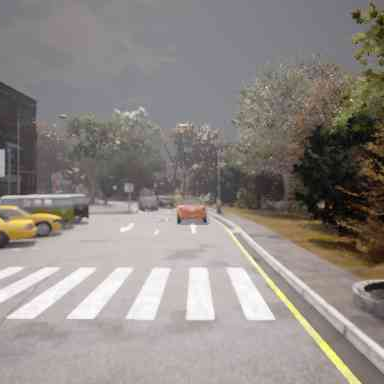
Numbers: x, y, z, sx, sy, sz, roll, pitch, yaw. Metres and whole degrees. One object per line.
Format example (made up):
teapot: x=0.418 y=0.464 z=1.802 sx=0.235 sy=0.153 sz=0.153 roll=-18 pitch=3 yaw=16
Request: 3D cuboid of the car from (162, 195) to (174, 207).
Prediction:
car: x=-3.810 y=1.135 z=42.482 sx=2.128 sy=1.511 sz=4.902 roll=0 pitch=1 yaw=-22

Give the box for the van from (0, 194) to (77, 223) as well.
van: x=-9.355 y=1.191 z=19.757 sx=4.442 sy=1.987 sz=1.878 roll=-1 pitch=1 yaw=-21

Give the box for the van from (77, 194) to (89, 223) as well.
van: x=-9.382 y=1.153 z=22.758 sx=4.442 sy=1.987 sz=1.878 roll=-1 pitch=1 yaw=-21

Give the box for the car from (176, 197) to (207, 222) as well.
car: x=-0.099 y=1.215 z=25.000 sx=2.097 sy=1.767 sz=4.553 roll=0 pitch=1 yaw=-2

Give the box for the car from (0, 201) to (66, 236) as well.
car: x=-9.224 y=1.453 z=16.813 sx=5.008 sy=1.535 sz=2.097 roll=-1 pitch=0 yaw=-20

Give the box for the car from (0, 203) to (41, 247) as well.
car: x=-9.365 y=1.483 z=13.745 sx=5.366 sy=1.575 sz=1.946 roll=-1 pitch=0 yaw=-20

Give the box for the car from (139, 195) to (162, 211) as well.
car: x=-4.675 y=1.230 z=35.621 sx=1.837 sy=1.490 sz=4.892 roll=1 pitch=1 yaw=-12
